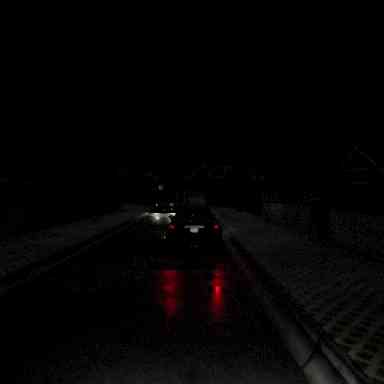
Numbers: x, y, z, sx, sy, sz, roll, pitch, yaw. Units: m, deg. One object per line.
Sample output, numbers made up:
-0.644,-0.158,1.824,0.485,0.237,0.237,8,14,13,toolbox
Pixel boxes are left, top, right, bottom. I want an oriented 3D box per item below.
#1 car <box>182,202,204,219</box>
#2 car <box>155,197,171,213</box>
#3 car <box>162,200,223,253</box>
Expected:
0.090,1.643,30.754,1.895,1.301,4.718,0,0,0,car
-3.098,1.403,37.744,2.097,1.767,4.553,0,0,-3,car
0.086,1.371,13.827,2.097,1.767,4.553,0,0,0,car
